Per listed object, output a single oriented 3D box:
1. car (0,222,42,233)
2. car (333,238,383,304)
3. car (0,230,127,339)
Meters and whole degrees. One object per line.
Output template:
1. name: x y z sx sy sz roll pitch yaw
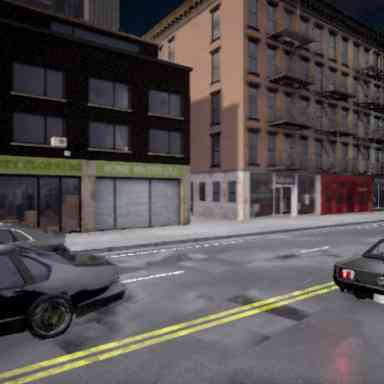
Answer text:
1. car: -5.432 1.504 7.793 4.892 1.490 1.837 0 0 -35
2. car: 5.153 1.597 7.118 4.718 1.301 1.895 0 0 -36
3. car: -3.731 1.547 5.017 5.357 1.411 2.033 0 0 -36
